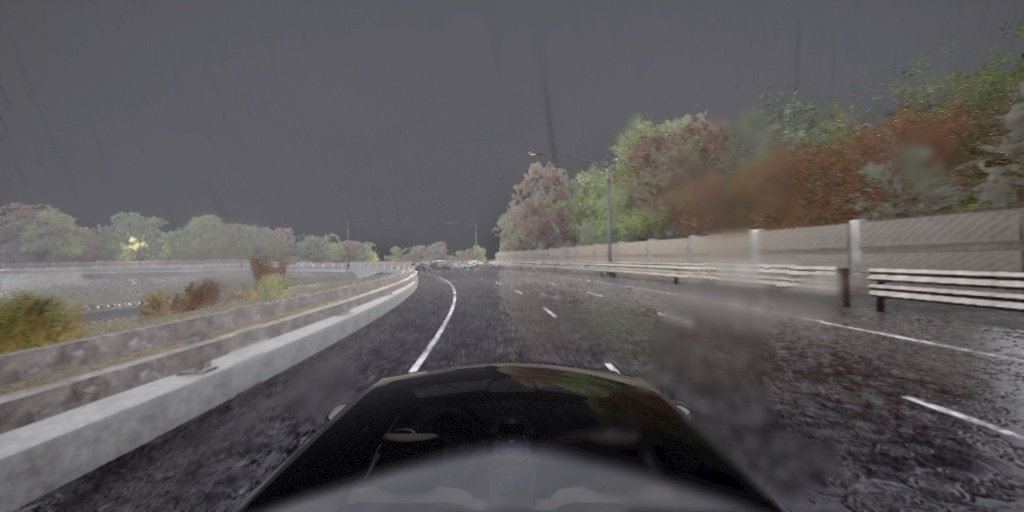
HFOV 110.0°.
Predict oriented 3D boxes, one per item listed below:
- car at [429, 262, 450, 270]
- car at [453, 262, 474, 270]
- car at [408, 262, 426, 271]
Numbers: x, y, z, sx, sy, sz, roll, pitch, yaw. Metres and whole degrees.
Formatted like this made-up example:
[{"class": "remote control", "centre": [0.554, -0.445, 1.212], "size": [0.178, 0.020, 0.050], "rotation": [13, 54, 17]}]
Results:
[{"class": "car", "centre": [-11.990, 1.615, 58.979], "size": [2.033, 1.411, 5.357], "rotation": [-1, 0, -32]}, {"class": "car", "centre": [-8.097, 1.590, 59.155], "size": [1.895, 1.301, 4.718], "rotation": [-1, 0, -30]}, {"class": "car", "centre": [-15.257, 1.656, 57.469], "size": [1.812, 1.442, 4.674], "rotation": [-1, 0, -31]}]
